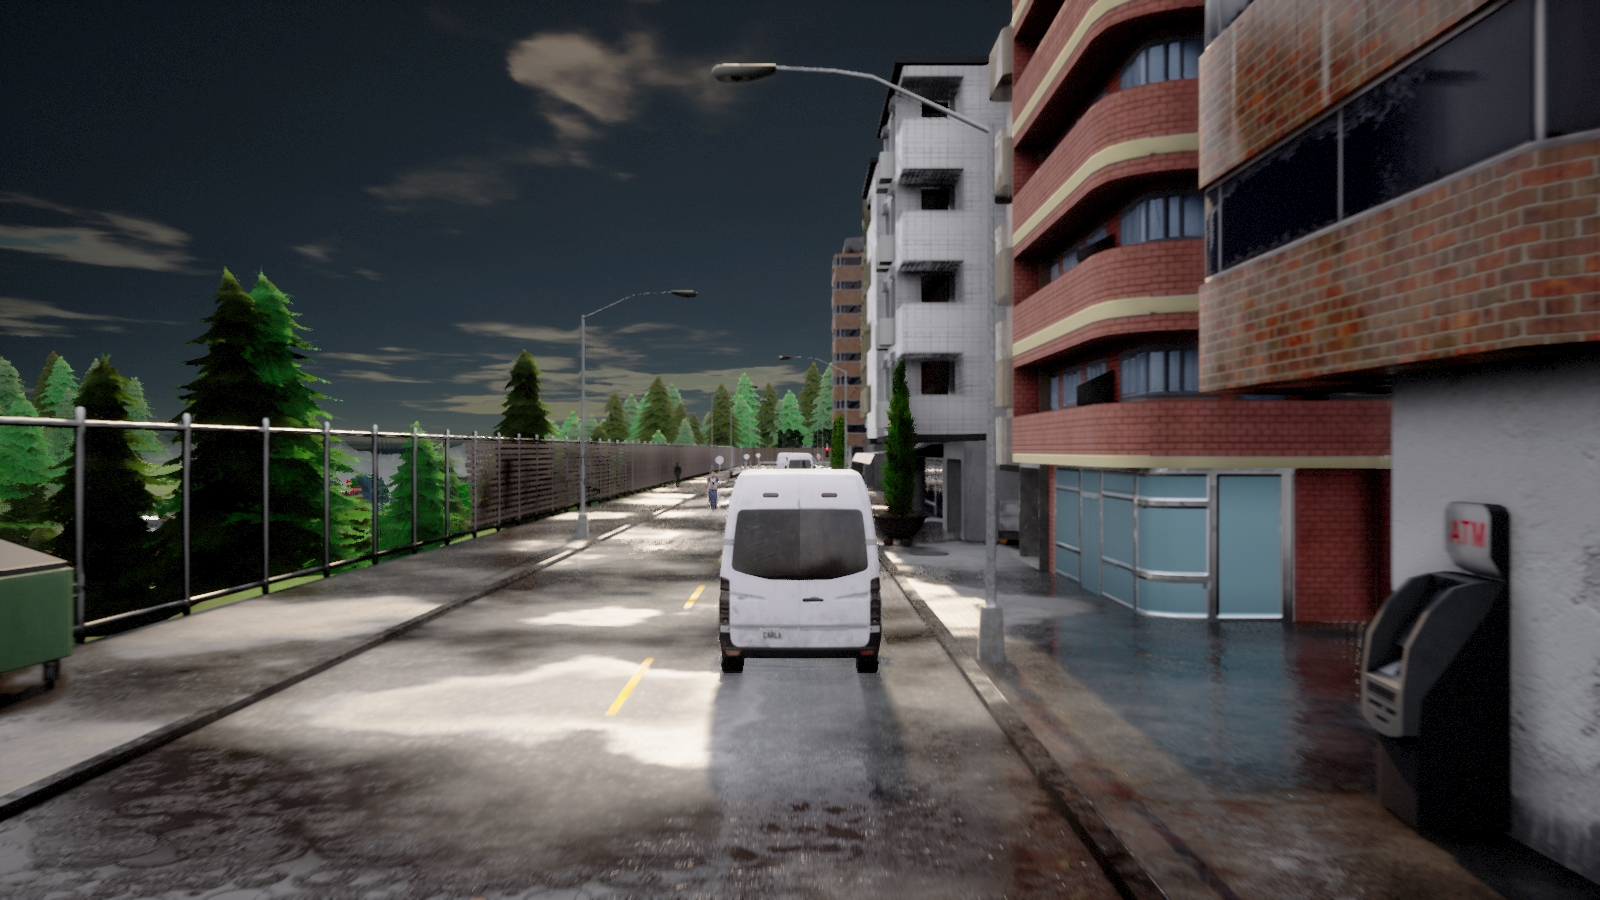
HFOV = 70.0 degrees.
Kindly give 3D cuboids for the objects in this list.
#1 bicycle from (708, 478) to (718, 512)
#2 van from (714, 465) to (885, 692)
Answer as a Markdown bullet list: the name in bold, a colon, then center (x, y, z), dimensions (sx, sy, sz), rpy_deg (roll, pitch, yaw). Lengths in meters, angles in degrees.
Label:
- **bicycle**: center (-4.001, 2.056, 52.552), dimensions (0.373, 1.496, 1.643), rpy_deg (0, 0, 0)
- **van**: center (-0.005, 1.534, 16.244), dimensions (1.988, 2.561, 5.915), rpy_deg (0, 0, 0)
